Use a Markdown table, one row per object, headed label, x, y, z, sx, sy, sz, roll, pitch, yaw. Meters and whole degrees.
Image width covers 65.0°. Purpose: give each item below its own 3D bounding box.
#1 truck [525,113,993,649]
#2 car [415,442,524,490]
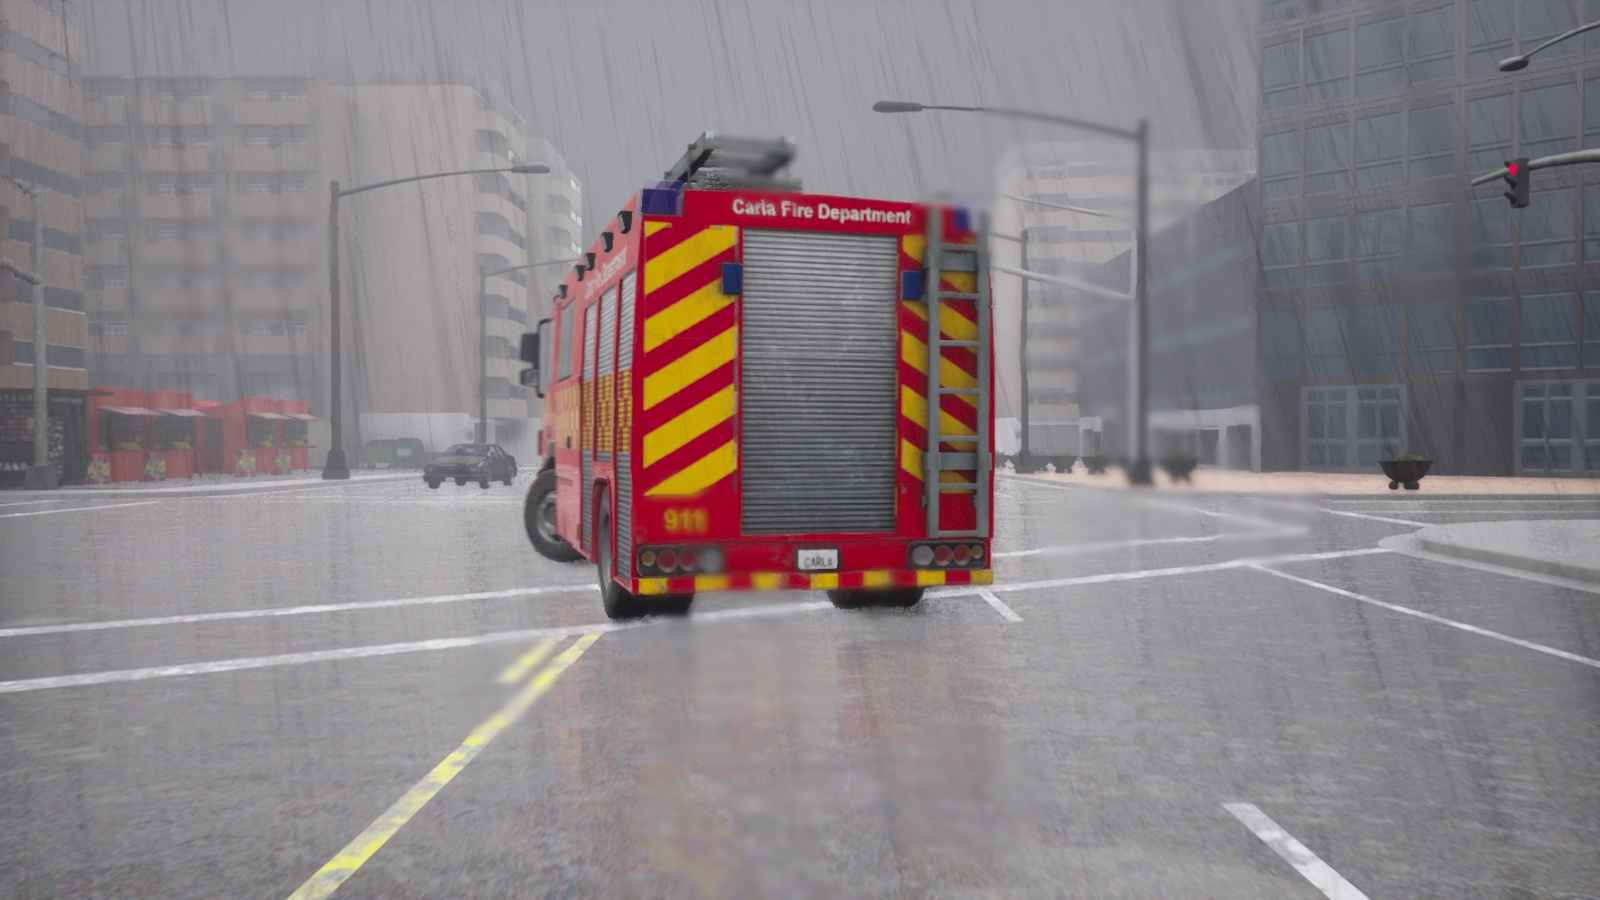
| label | x | y | z | sx | sy | sz | roll | pitch | yaw |
| --- | --- | --- | --- | --- | --- | --- | --- | --- | --- |
| truck | -1.121 | -0.527 | 13.458 | 2.891 | 3.827 | 8.468 | 0 | 0 | -17 |
| car | -10.401 | 0.461 | 39.981 | 2.033 | 1.411 | 5.357 | 0 | 0 | 0 |
